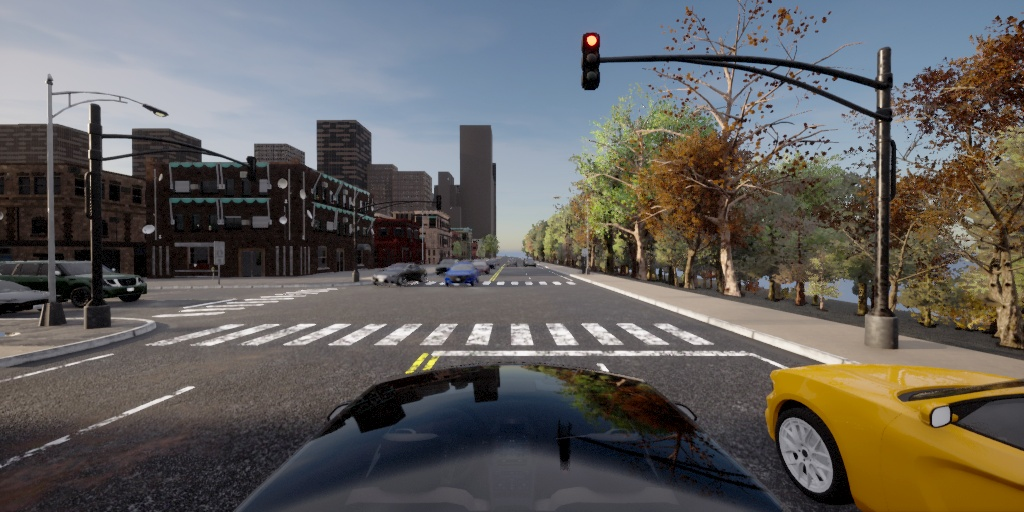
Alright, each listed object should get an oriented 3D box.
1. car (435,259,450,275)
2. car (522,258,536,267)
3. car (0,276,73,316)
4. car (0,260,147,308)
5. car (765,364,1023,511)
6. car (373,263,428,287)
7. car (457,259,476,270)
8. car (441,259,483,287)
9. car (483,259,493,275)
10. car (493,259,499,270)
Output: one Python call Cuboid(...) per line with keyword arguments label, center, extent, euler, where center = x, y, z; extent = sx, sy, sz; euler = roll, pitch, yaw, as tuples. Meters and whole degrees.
Cuboid(label="car", center=(-6.637, 1.090, 37.738), extent=(2.097, 1.767, 4.553), euler=(0, 0, 0))
Cuboid(label="car", center=(3.272, 1.290, 64.483), extent=(1.994, 1.385, 4.181), euler=(0, 0, 1))
Cuboid(label="car", center=(-19.960, 1.564, 13.482), extent=(4.313, 1.339, 1.948), euler=(0, 0, 0))
Cuboid(label="car", center=(-20.012, 1.194, 16.183), extent=(5.566, 2.045, 2.150), euler=(-1, 1, 0))
Cuboid(label="car", center=(3.351, 1.228, 1.378), extent=(1.882, 1.535, 5.008), euler=(0, 0, 0))
Cuboid(label="car", center=(-7.574, 1.237, 24.711), extent=(2.128, 1.511, 4.902), euler=(0, 0, 13))
Cuboid(label="car", center=(-6.641, 1.224, 52.638), extent=(2.128, 1.511, 4.902), euler=(0, 0, 0))
Cuboid(label="car", center=(-3.376, 1.221, 24.968), extent=(1.882, 1.535, 5.008), euler=(0, 0, 0))
Cuboid(label="car", center=(-3.387, 1.264, 38.265), extent=(1.812, 1.442, 4.674), euler=(0, 0, 0))
Cuboid(label="car", center=(-3.385, 1.332, 52.850), extent=(1.895, 1.301, 4.718), euler=(0, 0, 0))
